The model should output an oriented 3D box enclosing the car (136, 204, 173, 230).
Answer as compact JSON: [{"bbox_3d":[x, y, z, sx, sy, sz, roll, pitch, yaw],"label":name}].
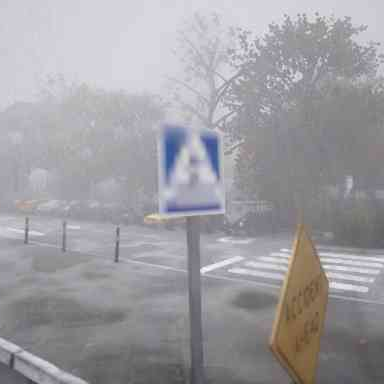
[{"bbox_3d":[-1.140,1.642,23.330,1.946,1.575,5.366,1,1,35],"label":"car"}]

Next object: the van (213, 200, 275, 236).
[{"bbox_3d":[3.425,1.507,20.167,1.878,1.987,4.442,1,1,35],"label":"van"}]

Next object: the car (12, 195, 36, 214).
[{"bbox_3d":[-14.603,1.388,33.127,2.097,1.535,5.008,1,1,35],"label":"car"}]

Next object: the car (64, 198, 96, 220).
[{"bbox_3d":[-7.812,1.516,28.310,2.097,1.535,5.008,1,1,35],"label":"car"}]

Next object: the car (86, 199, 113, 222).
[{"bbox_3d":[-5.557,1.560,26.692,2.231,1.521,4.892,1,1,35],"label":"car"}]

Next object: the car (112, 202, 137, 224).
[{"bbox_3d":[-3.277,1.631,25.113,2.163,1.488,4.792,1,1,35],"label":"car"}]

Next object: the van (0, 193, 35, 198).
[{"bbox_3d":[-19.054,1.079,36.441,1.878,1.987,4.442,1,1,35],"label":"van"}]

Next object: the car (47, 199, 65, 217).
[{"bbox_3d":[-10.057,1.348,29.938,2.185,1.767,4.553,1,1,35],"label":"car"}]

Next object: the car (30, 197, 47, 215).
[{"bbox_3d":[-12.340,1.471,31.521,2.002,1.452,4.674,1,1,35],"label":"car"}]

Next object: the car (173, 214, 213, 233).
[{"bbox_3d":[1.247,1.718,21.896,2.163,1.488,4.792,1,1,35],"label":"car"}]

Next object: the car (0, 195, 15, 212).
[{"bbox_3d":[-16.865,1.387,34.738,2.002,1.452,4.674,1,1,35],"label":"car"}]
